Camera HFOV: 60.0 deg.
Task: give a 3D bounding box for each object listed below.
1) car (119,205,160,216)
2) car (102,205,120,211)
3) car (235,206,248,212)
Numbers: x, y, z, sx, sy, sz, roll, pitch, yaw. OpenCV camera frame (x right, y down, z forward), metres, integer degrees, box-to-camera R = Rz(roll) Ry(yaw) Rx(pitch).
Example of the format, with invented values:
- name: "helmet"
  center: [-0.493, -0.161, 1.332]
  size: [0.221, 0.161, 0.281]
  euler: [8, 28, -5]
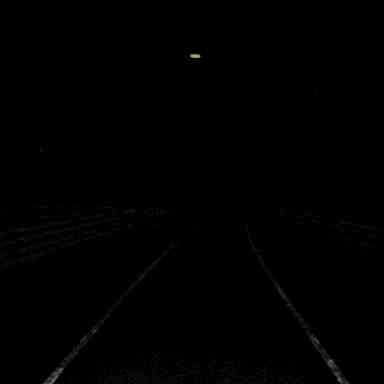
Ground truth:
- name: "car"
  center: [-6.432, 2.485, 43.004]
  size: [2.033, 1.411, 5.357]
  euler: [-1, -3, 33]
- name: "car"
  center: [-9.353, 2.516, 44.931]
  size: [1.812, 1.442, 4.674]
  euler: [-1, -3, 33]
- name: "car"
  center: [12.705, 4.317, 84.661]
  size: [1.837, 1.490, 4.892]
  euler: [-1, -3, 33]
